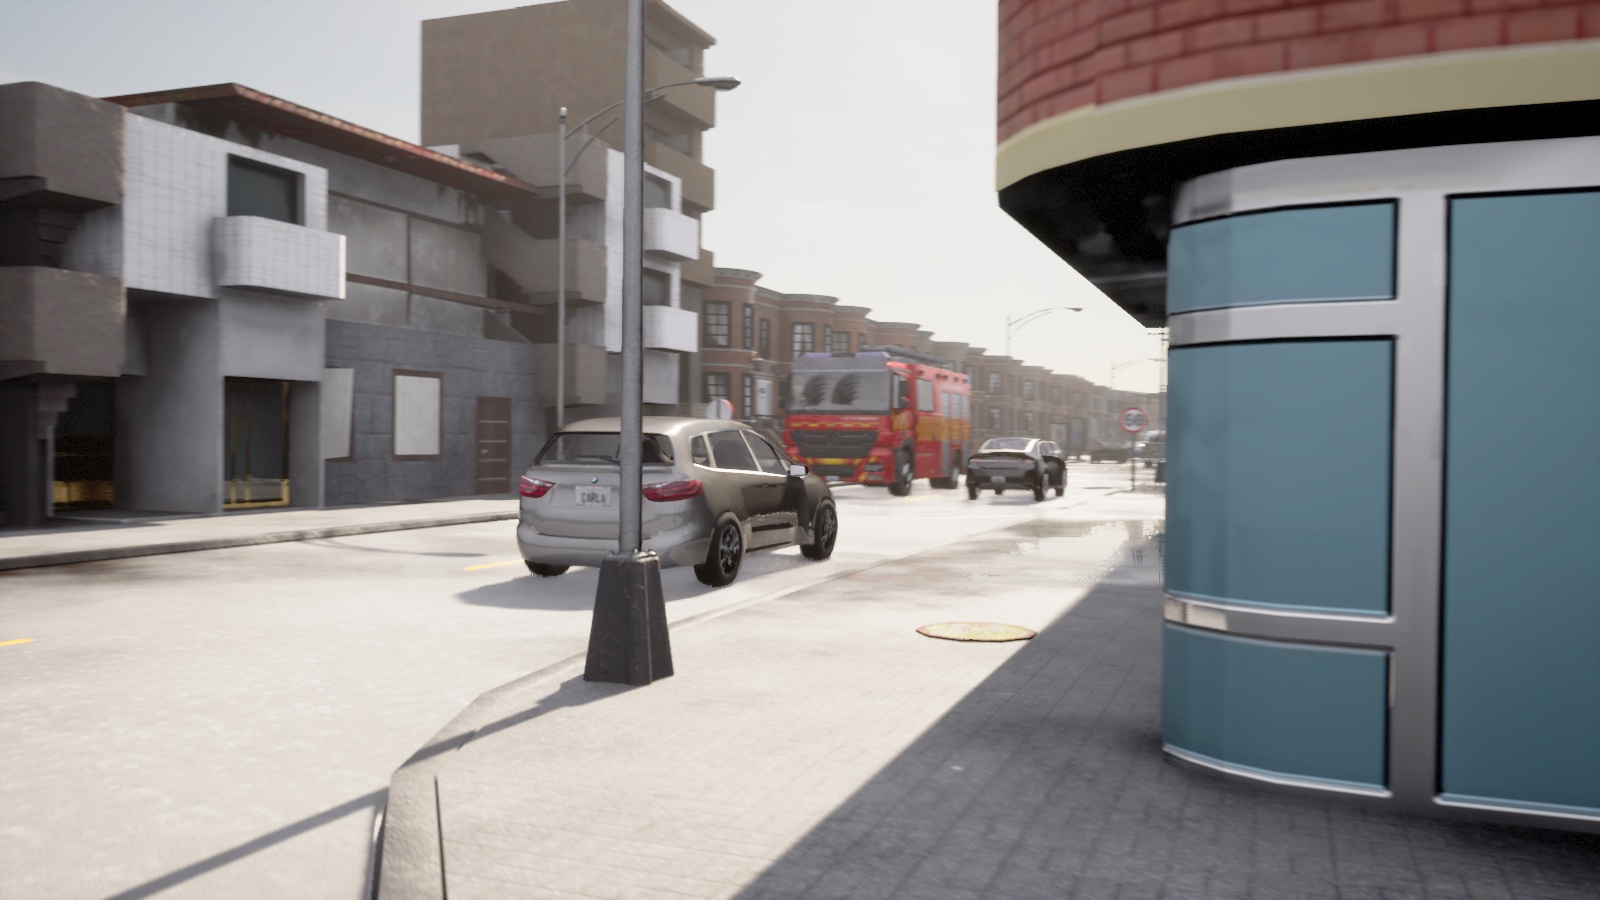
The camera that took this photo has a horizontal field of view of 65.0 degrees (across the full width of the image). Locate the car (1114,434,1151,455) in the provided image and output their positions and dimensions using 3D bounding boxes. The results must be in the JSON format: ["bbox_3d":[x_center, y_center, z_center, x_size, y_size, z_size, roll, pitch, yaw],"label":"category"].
[{"bbox_3d":[24.510,-0.445,92.398,2.163,1.488,4.792,0,1,21],"label":"car"}]

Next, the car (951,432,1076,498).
[{"bbox_3d":[5.385,0.311,31.115,2.128,1.511,4.902,0,1,21],"label":"car"}]

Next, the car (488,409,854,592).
[{"bbox_3d":[-1.174,0.431,13.952,2.242,1.667,4.611,0,1,20],"label":"car"}]

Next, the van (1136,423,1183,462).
[{"bbox_3d":[19.635,-0.427,68.460,2.069,2.038,4.480,0,1,21],"label":"van"}]

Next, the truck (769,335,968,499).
[{"bbox_3d":[2.130,-0.817,33.817,2.891,3.827,8.468,0,1,21],"label":"truck"}]

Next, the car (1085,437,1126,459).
[{"bbox_3d":[18.972,-0.149,77.921,1.895,1.301,4.718,0,1,21],"label":"car"}]
